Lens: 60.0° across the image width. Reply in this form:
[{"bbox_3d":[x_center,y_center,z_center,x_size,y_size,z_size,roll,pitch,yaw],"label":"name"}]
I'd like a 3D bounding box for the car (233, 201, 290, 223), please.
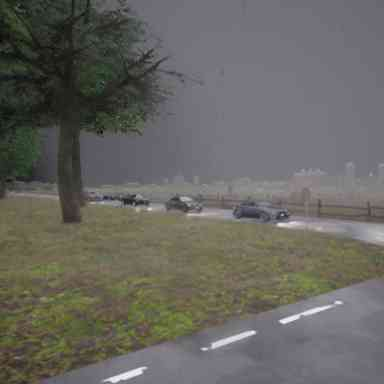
[{"bbox_3d":[4.848,1.321,23.771,1.994,1.385,4.181,-1,2,-37],"label":"car"}]

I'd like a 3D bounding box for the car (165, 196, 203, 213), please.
[{"bbox_3d":[-0.885,1.124,31.693,1.812,1.442,4.674,-1,2,-36],"label":"car"}]

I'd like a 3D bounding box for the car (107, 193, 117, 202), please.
[{"bbox_3d":[-12.896,0.817,53.347,1.895,1.301,4.718,-1,1,-36],"label":"car"}]

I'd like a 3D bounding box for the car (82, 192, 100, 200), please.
[{"bbox_3d":[-18.713,0.657,61.417,1.994,1.385,4.181,-1,1,-36],"label":"car"}]

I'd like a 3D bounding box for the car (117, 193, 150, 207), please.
[{"bbox_3d":[-6.834,0.927,39.937,1.882,1.535,5.008,-1,1,-36],"label":"car"}]

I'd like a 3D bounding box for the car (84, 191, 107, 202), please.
[{"bbox_3d":[-15.580,0.605,52.202,2.097,1.767,4.553,-1,1,-36],"label":"car"}]
